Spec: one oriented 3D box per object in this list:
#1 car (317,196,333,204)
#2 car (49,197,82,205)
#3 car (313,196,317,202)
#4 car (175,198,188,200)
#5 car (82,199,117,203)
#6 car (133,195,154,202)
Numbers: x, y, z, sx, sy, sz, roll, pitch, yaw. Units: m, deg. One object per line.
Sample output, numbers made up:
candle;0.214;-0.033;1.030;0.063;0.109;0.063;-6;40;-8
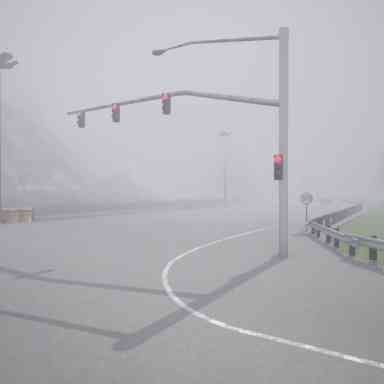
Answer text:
car;25.561;1.549;63.331;1.994;1.385;4.181;0;0;16
car;-17.600;1.465;47.702;2.033;1.411;5.357;0;0;32
car;28.111;1.520;72.920;2.033;1.411;5.357;0;0;7
car;-1.914;1.543;53.024;1.895;1.301;4.718;0;0;31
car;-10.377;1.503;39.515;1.994;1.385;4.181;0;0;32
car;-8.946;1.271;61.908;2.097;1.767;4.553;0;0;28
